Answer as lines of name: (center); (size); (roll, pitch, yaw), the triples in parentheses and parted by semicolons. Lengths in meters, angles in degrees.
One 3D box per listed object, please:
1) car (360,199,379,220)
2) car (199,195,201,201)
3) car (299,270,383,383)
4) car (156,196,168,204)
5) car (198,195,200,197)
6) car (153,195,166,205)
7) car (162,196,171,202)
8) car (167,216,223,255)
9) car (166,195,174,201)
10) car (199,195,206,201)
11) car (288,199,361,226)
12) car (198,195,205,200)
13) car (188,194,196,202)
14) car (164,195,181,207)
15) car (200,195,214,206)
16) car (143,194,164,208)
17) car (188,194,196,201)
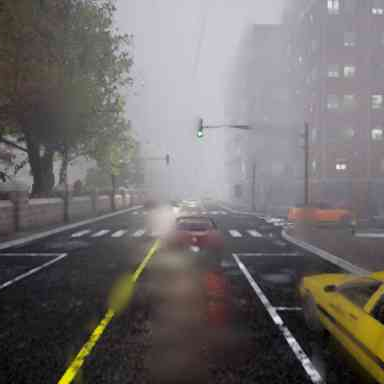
car: (14.612, 1.556, 30.811); (5.009, 1.841, 2.192); (1, -1, 0)
car: (2.682, 1.497, 58.454); (1.887, 1.381, 4.507); (0, 0, 0)
car: (2.687, 1.521, 3.988); (1.752, 1.417, 4.829); (0, 0, 0)
car: (-5.699, 1.496, 63.988); (1.887, 1.381, 4.507); (0, 0, 0)
car: (2.681, 1.501, 63.990); (2.008, 1.369, 4.403); (0, 0, 0)
car: (-5.699, 1.393, 58.453); (1.967, 1.590, 4.097); (0, 0, 0)
car: (-5.700, 1.530, 75.058); (1.802, 1.307, 4.206); (0, 0, 0)
car: (0.097, 1.586, 13.089); (1.895, 1.301, 4.718); (0, 0, 0)
car: (-5.700, 1.528, 86.129); (1.802, 1.307, 4.206); (0, 0, 0)
car: (2.680, 1.491, 86.130); (1.887, 1.381, 4.507); (0, 0, 0)
car: (9.693, 1.530, 24.873); (4.553, 1.767, 2.097); (1, 1, -7)
car: (2.679, 1.491, 91.665); (1.887, 1.381, 4.507); (0, 0, 0)
car: (-0.005, 1.537, 73.146); (1.895, 1.301, 4.718); (0, 0, 0)
car: (-3.080, 1.556, 50.555); (1.895, 1.301, 4.718); (0, 0, 0)
car: (2.682, 1.479, 53.089); (1.752, 1.417, 4.829); (0, 0, 0)
car: (-5.699, 1.272, 47.382); (2.192, 1.841, 5.009); (0, 0, 0)
car: (-0.007, 1.336, 83.120); (1.882, 1.535, 5.008); (0, 0, 0)
